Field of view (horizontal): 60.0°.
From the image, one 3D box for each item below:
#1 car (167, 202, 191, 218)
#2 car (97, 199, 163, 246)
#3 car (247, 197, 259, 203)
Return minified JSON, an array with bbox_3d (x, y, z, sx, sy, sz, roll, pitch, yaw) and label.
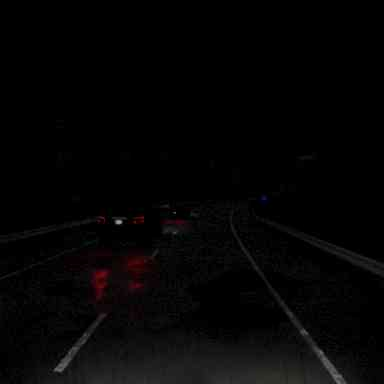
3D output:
[{"bbox_3d":[-1.266,1.742,33.071,2.128,1.511,4.902,0,0,7],"label":"car"},{"bbox_3d":[-2.824,1.342,16.232,2.150,2.045,5.566,0,0,3],"label":"car"},{"bbox_3d":[15.844,2.162,88.058,1.882,1.535,5.008,0,0,19],"label":"car"}]
